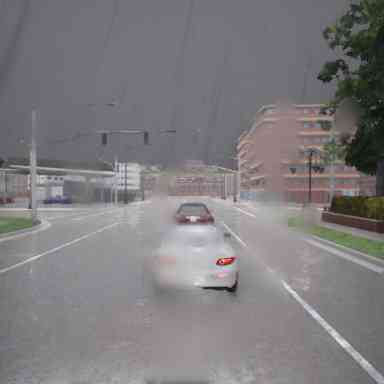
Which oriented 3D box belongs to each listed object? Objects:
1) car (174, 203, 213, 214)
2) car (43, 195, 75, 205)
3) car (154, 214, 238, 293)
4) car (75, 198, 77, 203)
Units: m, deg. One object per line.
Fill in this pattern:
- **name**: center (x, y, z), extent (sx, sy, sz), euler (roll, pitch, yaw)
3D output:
- **car**: center (0.063, 1.366, 18.131), extent (2.097, 1.767, 4.553), euler (0, 0, 0)
- **car**: center (-23.434, 1.343, 57.852), extent (4.611, 1.667, 2.242), euler (0, 0, 1)
- **car**: center (0.086, 1.533, 8.751), extent (1.812, 1.442, 4.674), euler (0, 0, 0)
- **car**: center (-24.163, 1.508, 63.602), extent (3.806, 1.475, 1.970), euler (0, 0, 1)
